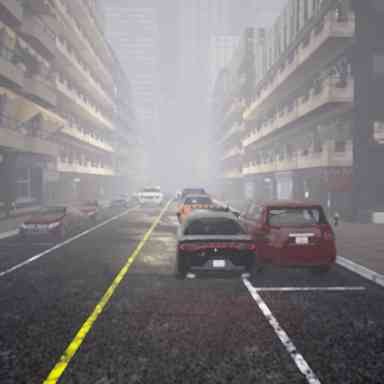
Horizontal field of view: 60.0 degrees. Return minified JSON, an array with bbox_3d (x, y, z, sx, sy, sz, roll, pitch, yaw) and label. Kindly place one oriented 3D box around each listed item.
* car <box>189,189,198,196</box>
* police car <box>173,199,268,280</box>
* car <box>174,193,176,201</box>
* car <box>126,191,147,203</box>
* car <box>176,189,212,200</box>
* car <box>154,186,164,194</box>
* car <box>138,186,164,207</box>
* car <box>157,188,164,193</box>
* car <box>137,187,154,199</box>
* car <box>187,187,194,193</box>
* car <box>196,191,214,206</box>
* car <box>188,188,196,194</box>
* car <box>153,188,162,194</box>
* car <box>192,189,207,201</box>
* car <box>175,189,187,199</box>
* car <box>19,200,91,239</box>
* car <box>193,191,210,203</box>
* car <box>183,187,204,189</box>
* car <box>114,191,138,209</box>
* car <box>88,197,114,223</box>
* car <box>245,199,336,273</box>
[{"bbox_3d":[0.287,0.031,71.365,1.947,1.339,4.313,-1,1,-2],"label":"car"},{"bbox_3d":[0.494,1.219,9.472,1.930,1.638,5.238,0,1,-1],"label":"police car"},{"bbox_3d":[-1.512,0.615,45.621,1.895,1.301,4.718,0,1,-2],"label":"car"},{"bbox_3d":[-7.144,0.614,43.123,2.008,1.369,4.403,-1,1,-2],"label":"car"},{"bbox_3d":[0.263,0.932,19.321,2.097,1.767,4.553,0,1,-2],"label":"car"},{"bbox_3d":[-8.660,-0.581,87.898,2.192,1.841,5.009,-1,1,-2],"label":"car"},{"bbox_3d":[-4.291,0.440,35.967,2.150,2.045,5.566,0,1,-2],"label":"car"},{"bbox_3d":[-8.846,-0.434,93.501,1.802,1.307,4.206,-1,1,-2],"label":"car"},{"bbox_3d":[-7.525,0.138,54.313,2.192,1.841,5.009,-1,1,-2],"label":"car"},{"bbox_3d":[-0.471,-0.573,93.753,1.967,1.590,4.097,-1,1,-2],"label":"car"},{"bbox_3d":[1.415,0.707,37.949,1.752,1.417,4.829,-1,1,-2],"label":"car"},{"bbox_3d":[-0.097,-0.253,82.729,1.752,1.417,4.829,-1,1,-2],"label":"car"},{"bbox_3d":[-8.468,-0.226,82.305,2.008,1.369,4.403,-1,1,-2],"label":"car"},{"bbox_3d":[1.041,0.385,48.972,1.967,1.590,4.097,-1,1,-2],"label":"car"},{"bbox_3d":[-1.863,0.326,55.622,1.812,1.442,4.674,0,1,-2],"label":"car"},{"bbox_3d":[-6.198,1.247,15.135,1.802,1.307,4.206,-1,1,-2],"label":"car"},{"bbox_3d":[1.232,0.631,43.377,1.947,1.339,4.313,-1,1,-2],"label":"car"},{"bbox_3d":[0.060,0.675,25.373,2.150,2.045,5.566,0,1,-2],"label":"car"},{"bbox_3d":[-6.766,0.855,31.928,2.008,1.369,4.403,-1,1,-2],"label":"car"},{"bbox_3d":[-6.387,1.127,20.733,1.802,1.307,4.206,-1,1,-2],"label":"car"},{"bbox_3d":[2.364,1.103,9.787,2.192,1.841,5.009,-1,1,-2],"label":"car"}]
